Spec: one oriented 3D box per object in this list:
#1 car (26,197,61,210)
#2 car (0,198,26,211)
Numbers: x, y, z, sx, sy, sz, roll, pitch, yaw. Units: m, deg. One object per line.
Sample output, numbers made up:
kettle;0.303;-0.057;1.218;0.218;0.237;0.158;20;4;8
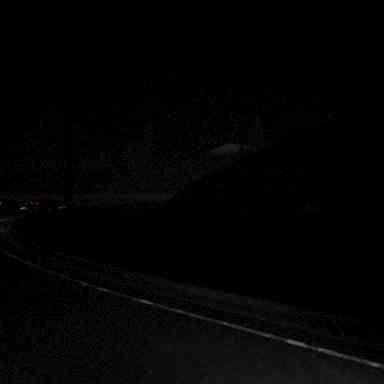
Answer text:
car;-17.187;1.288;38.489;2.033;1.411;5.357;0;0;4
car;-20.578;1.292;36.506;1.994;1.385;4.181;0;0;-1
